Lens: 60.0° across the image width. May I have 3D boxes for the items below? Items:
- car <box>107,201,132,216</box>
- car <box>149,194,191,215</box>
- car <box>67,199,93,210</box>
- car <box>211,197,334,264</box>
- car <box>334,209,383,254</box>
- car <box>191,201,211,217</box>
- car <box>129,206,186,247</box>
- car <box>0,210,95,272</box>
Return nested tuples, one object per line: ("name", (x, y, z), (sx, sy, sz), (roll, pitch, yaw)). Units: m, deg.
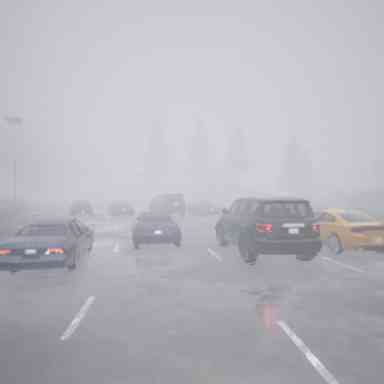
("car", (-6.809, 1.508, 31.526), (1.994, 1.385, 4.181), (0, 0, -23))
("car", (-2.259, 1.150, 29.697), (2.150, 2.045, 5.566), (0, 0, -21))
("car", (-10.546, 1.466, 31.342), (1.837, 1.490, 4.892), (0, 0, -24))
("car", (2.434, 1.177, 11.913), (2.150, 2.045, 5.566), (0, 0, -9))
("car", (5.695, 1.416, 13.253), (1.882, 1.535, 5.008), (0, 0, -9))
("car", (0.999, 1.475, 30.749), (1.994, 1.385, 4.181), (0, 0, -21))
("car", (-1.677, 1.530, 14.889), (1.994, 1.385, 4.181), (0, 0, -10))
("car", (-4.412, 1.537, 10.793), (2.033, 1.411, 5.357), (0, 0, -9))
